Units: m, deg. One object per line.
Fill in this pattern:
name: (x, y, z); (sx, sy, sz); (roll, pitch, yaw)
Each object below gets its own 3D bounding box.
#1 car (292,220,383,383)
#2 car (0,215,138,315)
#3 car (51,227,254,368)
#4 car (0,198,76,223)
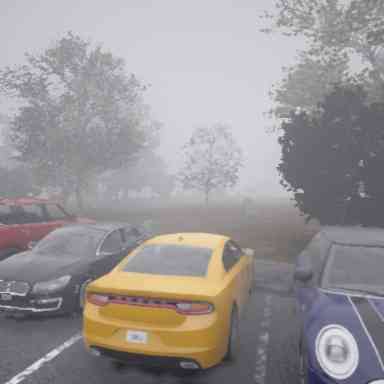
car: (2.465, 1.361, 4.392); (2.185, 1.767, 4.553); (1, 0, 15)
car: (-2.401, 1.472, 7.793); (2.231, 1.521, 4.892); (1, 0, 15)
car: (0.022, 1.481, 6.076); (2.097, 1.535, 5.008); (0, -1, 15)
car: (-4.843, 1.199, 9.517); (2.435, 2.045, 5.566); (0, 0, 14)
